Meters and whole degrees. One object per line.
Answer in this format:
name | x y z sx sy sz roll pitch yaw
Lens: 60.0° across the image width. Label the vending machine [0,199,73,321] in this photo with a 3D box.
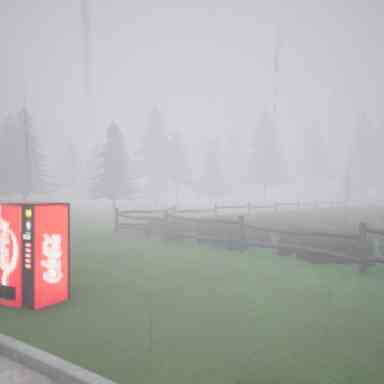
vending machine | -3.070 1.195 6.483 0.880 2.100 1.100 0 0 32
